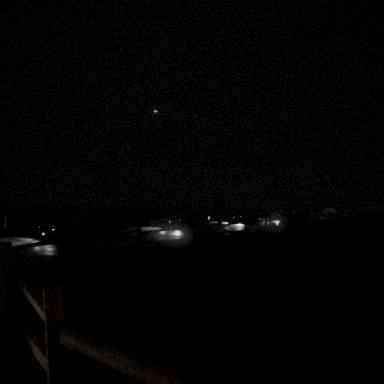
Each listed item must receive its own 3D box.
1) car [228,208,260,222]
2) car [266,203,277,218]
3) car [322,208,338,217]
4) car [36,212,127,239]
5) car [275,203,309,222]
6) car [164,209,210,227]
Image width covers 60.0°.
[{"bbox_3d":[5.779,2.515,36.505,1.837,1.490,4.892,3,0,37],"label":"car"},{"bbox_3d":[12.039,2.537,45.125,2.150,2.045,5.566,3,0,38],"label":"car"},{"bbox_3d":[22.971,3.357,55.364,1.812,1.442,4.674,3,1,37],"label":"car"},{"bbox_3d":[-6.298,1.921,19.763,2.033,1.411,5.357,3,0,36],"label":"car"},{"bbox_3d":[12.755,2.595,41.161,2.150,2.045,5.566,3,0,36],"label":"car"},{"bbox_3d":[-0.329,2.197,28.051,1.837,1.490,4.892,3,0,36],"label":"car"}]
